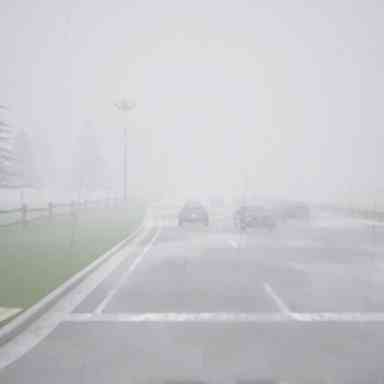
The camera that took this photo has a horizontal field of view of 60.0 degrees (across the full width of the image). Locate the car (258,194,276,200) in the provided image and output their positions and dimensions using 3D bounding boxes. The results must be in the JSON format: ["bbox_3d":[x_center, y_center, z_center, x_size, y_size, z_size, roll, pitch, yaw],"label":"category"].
[{"bbox_3d":[10.510,1.313,43.949,1.837,1.490,4.892,0,0,0],"label":"car"}]

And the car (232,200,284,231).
[{"bbox_3d":[3.605,1.460,19.924,2.033,1.411,5.357,0,0,0],"label":"car"}]

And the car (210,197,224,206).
[{"bbox_3d":[3.612,1.349,49.266,1.994,1.385,4.181,0,0,0],"label":"car"}]

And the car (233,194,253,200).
[{"bbox_3d":[7.111,1.278,48.942,2.128,1.511,4.902,0,0,0],"label":"car"}]

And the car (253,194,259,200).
[{"bbox_3d":[10.513,1.115,54.338,2.097,1.767,4.553,0,0,0],"label":"car"}]

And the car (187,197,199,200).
[{"bbox_3d":[0.113,1.393,47.618,1.895,1.301,4.718,0,0,0],"label":"car"}]

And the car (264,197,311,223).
[{"bbox_3d":[7.106,1.385,24.373,2.128,1.511,4.902,0,0,0],"label":"car"}]

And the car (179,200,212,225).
[{"bbox_3d":[0.106,1.463,23.076,1.994,1.385,4.181,0,0,0],"label":"car"}]
